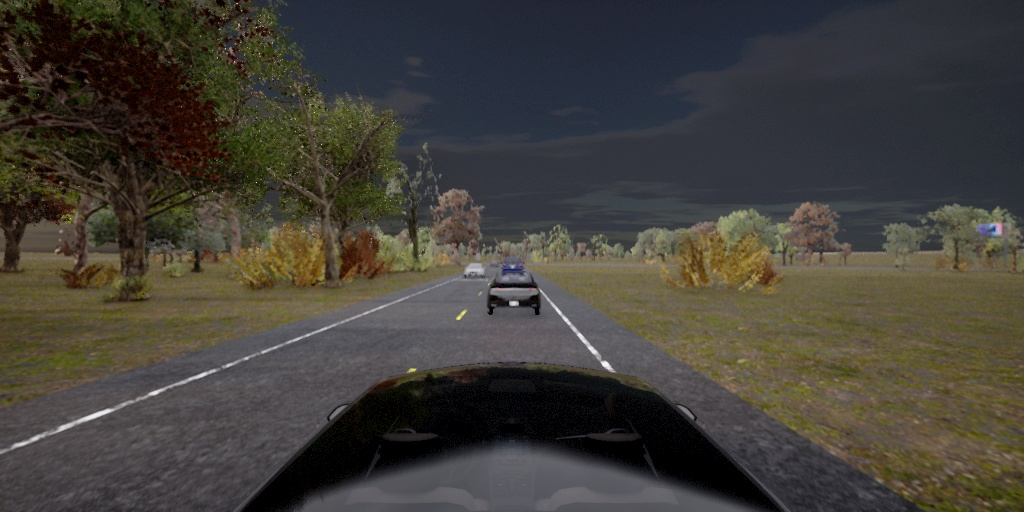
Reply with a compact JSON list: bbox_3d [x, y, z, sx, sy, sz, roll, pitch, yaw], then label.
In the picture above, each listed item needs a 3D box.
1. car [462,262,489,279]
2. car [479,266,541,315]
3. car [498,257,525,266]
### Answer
[{"bbox_3d":[-3.624,1.459,35.507,1.812,1.442,4.674,0,0,0],"label":"car"},{"bbox_3d":[0.073,1.311,13.988,2.128,1.511,4.902,0,0,0],"label":"car"},{"bbox_3d":[0.064,1.151,35.294,2.150,2.045,5.566,0,-1,0],"label":"car"}]
